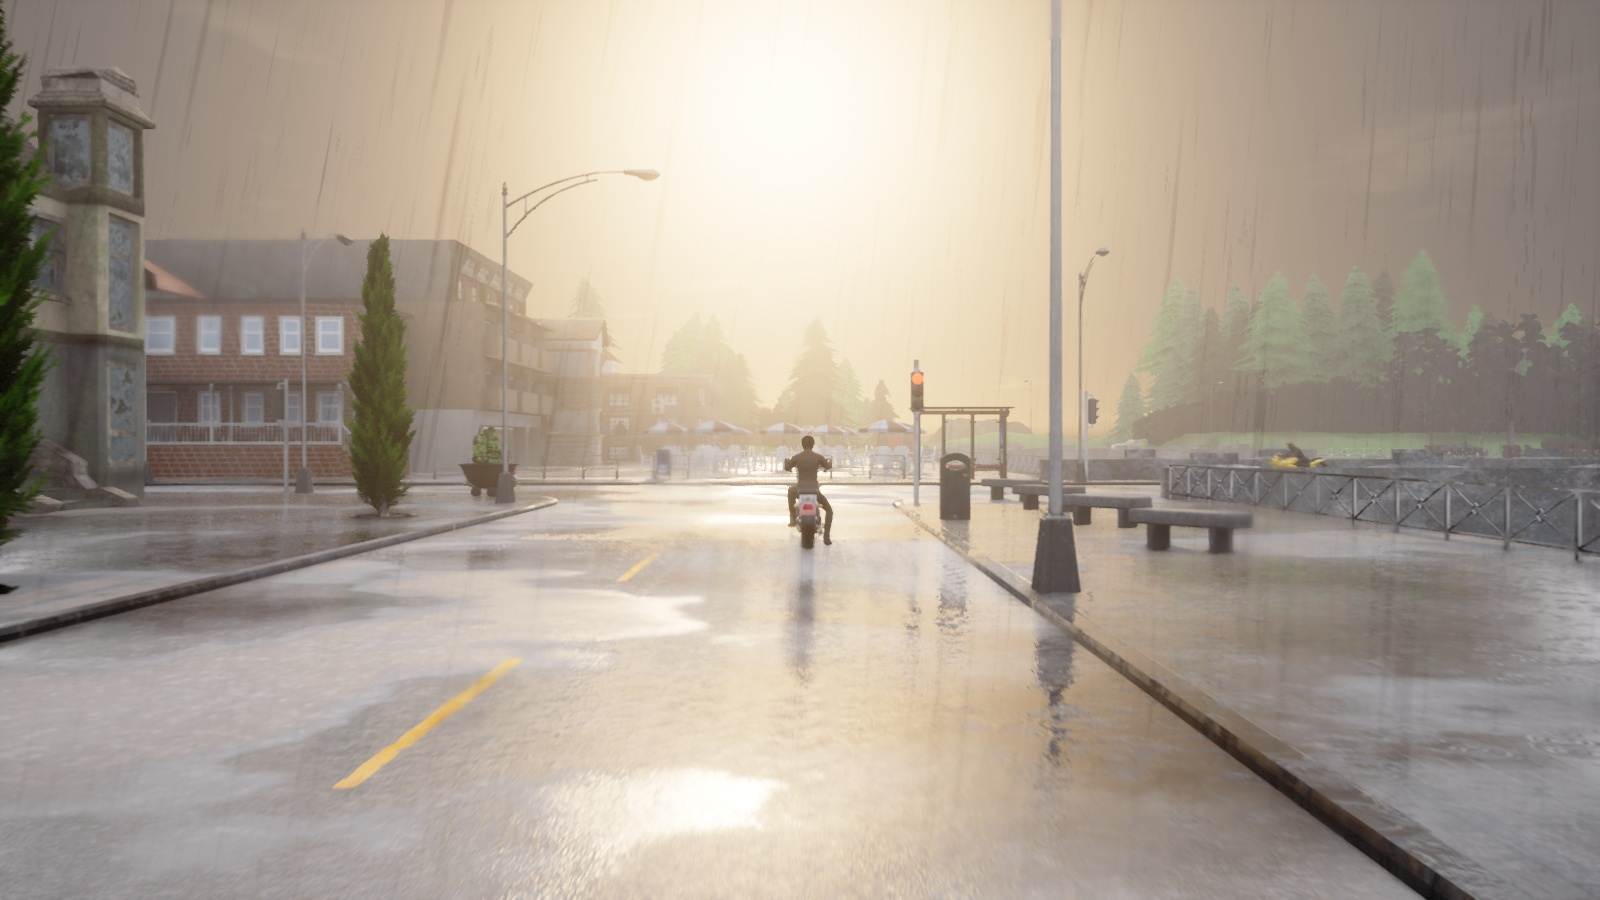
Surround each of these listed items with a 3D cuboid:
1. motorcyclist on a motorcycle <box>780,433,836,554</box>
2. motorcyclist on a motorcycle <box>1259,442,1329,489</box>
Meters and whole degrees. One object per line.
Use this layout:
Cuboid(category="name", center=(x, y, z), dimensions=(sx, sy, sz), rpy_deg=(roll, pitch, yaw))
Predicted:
Cuboid(category="motorcyclist on a motorcycle", center=(0.117, 0.593, 18.366), dimensions=(0.766, 1.649, 2.350), rpy_deg=(0, 0, 0))
Cuboid(category="motorcyclist on a motorcycle", center=(16.415, 0.506, 41.758), dimensions=(2.044, 1.523, 0.797), rpy_deg=(0, 0, 0))
